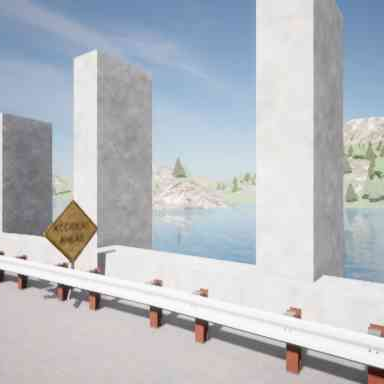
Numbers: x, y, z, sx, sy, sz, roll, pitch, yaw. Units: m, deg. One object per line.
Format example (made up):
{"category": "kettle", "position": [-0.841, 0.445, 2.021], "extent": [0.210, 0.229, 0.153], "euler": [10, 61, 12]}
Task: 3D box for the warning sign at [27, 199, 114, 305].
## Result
{"category": "warning sign", "position": [-2.455, 1.088, 6.798], "extent": [1.060, 1.860, 1.300], "euler": [0, 0, 34]}
